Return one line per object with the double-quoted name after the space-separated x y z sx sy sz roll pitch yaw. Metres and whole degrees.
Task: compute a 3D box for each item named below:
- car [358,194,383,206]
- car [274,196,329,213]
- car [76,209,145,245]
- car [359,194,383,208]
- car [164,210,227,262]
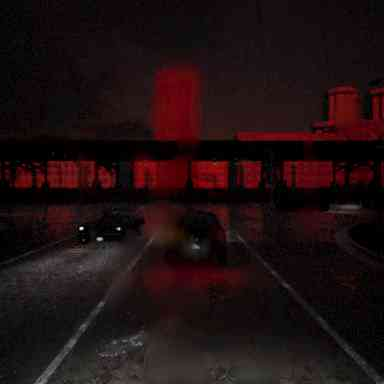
23.734 1.000 41.938 4.674 1.442 1.812 -1 0 1 "car"
10.392 1.146 31.600 5.008 1.535 1.882 0 1 2 "car"
-3.412 1.467 14.798 1.895 1.301 4.718 0 0 3 "car"
21.944 1.027 38.488 4.892 1.490 1.837 -1 0 2 "car"
0.100 1.368 11.700 1.882 1.535 5.008 0 1 0 "car"
